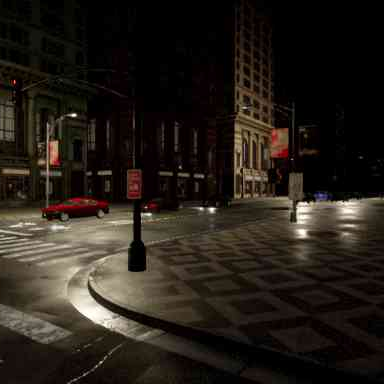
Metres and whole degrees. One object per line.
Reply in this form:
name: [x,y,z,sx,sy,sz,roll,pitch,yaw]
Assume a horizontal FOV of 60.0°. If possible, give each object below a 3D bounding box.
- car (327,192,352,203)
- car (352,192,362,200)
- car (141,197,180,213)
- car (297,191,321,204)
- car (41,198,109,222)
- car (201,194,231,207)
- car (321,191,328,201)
car: [22.370,0.835,50.351,1.812,1.442,4.674,0,1,36]
car: [29.524,0.677,60.429,1.812,1.442,4.674,0,1,35]
car: [-3.014,1.199,31.783,1.994,1.385,4.181,0,1,36]
car: [16.189,0.861,47.265,2.128,1.511,4.902,0,1,35]
car: [-8.379,1.231,24.233,1.882,1.535,5.008,0,1,35]
car: [3.020,1.009,40.268,1.837,1.490,4.892,0,1,35]
car: [22.030,0.594,55.492,2.097,1.767,4.553,0,1,36]
